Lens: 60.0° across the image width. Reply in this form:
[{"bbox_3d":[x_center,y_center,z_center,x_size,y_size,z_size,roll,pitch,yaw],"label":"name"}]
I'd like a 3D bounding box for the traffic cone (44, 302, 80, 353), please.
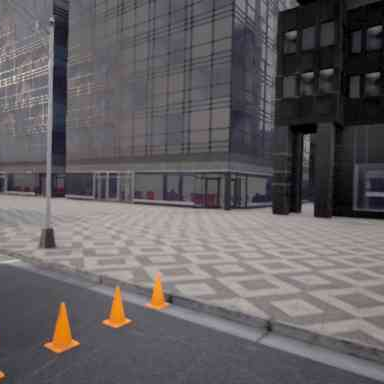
[{"bbox_3d":[-1.798,1.830,4.610,0.340,0.580,0.340,2,1,35],"label":"traffic cone"}]

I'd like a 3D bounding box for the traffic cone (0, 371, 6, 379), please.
[{"bbox_3d":[-2.374,1.829,3.793,0.340,0.580,0.340,2,1,35],"label":"traffic cone"}]

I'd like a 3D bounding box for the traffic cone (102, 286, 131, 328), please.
[{"bbox_3d":[-1.221,1.831,5.426,0.340,0.580,0.340,2,1,35],"label":"traffic cone"}]

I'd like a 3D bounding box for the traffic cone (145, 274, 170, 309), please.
[{"bbox_3d":[-0.644,1.831,6.244,0.340,0.580,0.340,2,1,35],"label":"traffic cone"}]
